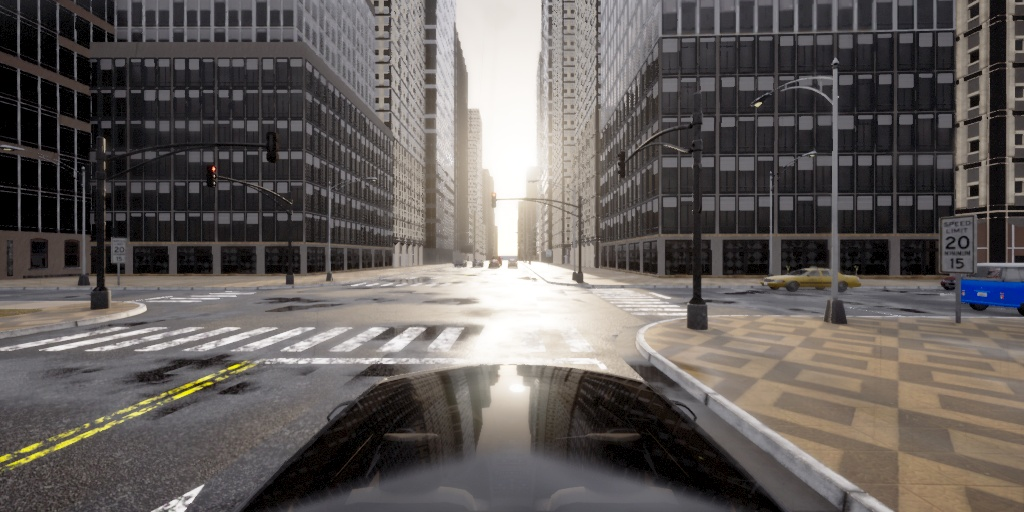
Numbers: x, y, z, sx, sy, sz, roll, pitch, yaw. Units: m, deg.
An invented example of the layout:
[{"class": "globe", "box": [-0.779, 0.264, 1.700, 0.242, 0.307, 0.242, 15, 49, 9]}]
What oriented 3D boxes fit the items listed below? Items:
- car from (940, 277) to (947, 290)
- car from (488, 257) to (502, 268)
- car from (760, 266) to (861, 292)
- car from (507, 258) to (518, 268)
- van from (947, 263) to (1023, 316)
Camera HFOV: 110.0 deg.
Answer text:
[{"class": "car", "box": [26.960, 1.356, 20.202, 4.207, 1.307, 1.802, 0, 0, 2]}, {"class": "car", "box": [-3.117, 1.386, 63.337, 1.812, 1.442, 4.674, 0, 0, 0]}, {"class": "car", "box": [17.127, 1.293, 20.709, 4.829, 1.417, 1.751, 0, 0, 2]}, {"class": "car", "box": [0.133, 1.408, 63.330, 2.033, 1.411, 5.357, 0, 0, 0]}, {"class": "van", "box": [18.380, 1.119, 12.534, 3.998, 1.789, 1.690, 0, 0, 2]}]
